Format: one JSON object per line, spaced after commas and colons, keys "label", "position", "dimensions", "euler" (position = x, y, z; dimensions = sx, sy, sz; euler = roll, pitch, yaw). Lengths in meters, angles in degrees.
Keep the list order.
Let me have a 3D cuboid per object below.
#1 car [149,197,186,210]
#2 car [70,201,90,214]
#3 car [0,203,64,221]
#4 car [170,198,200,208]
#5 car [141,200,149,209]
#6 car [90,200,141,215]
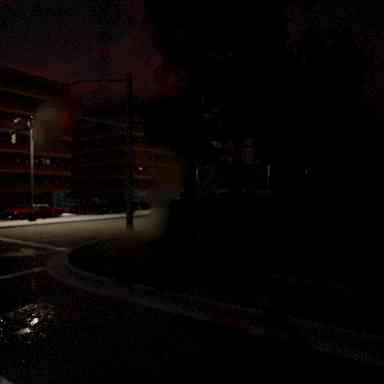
{"label": "car", "position": [-3.080, 1.536, 44.440], "dimensions": [2.097, 1.767, 4.553], "euler": [0, 0, 36]}
{"label": "car", "position": [-11.866, 1.770, 38.258], "dimensions": [1.994, 1.385, 4.181], "euler": [-1, 0, 37]}
{"label": "car", "position": [-13.926, 1.787, 29.504], "dimensions": [1.895, 1.301, 4.718], "euler": [0, 0, 33]}
{"label": "car", "position": [-1.074, 1.698, 53.142], "dimensions": [2.128, 1.511, 4.902], "euler": [0, 0, 36]}
{"label": "car", "position": [-6.967, 1.771, 45.031], "dimensions": [1.994, 1.385, 4.181], "euler": [0, 0, 36]}
{"label": "car", "position": [-8.398, 1.661, 37.109], "dimensions": [1.882, 1.535, 5.008], "euler": [-1, 0, 36]}
